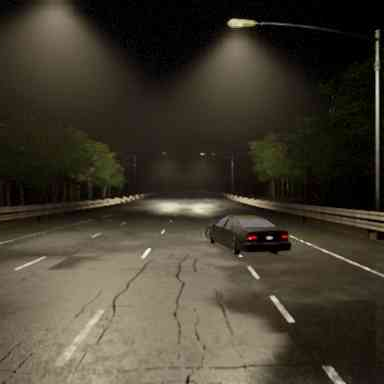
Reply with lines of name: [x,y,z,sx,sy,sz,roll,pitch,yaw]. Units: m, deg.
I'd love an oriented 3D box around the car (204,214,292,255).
car: [2.047,1.634,13.766,2.033,1.411,5.357,0,0,-14]
